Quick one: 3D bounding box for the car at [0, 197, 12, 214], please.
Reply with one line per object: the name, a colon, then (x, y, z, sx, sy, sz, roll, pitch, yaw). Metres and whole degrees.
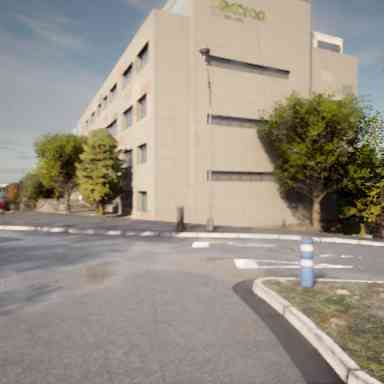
car: (-25.163, 1.693, 40.454, 5.566, 2.045, 2.435, -1, -3, -31)

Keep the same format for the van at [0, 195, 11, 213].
van: (-20.736, 1.319, 33.375, 4.442, 1.987, 1.878, -1, -2, -31)
